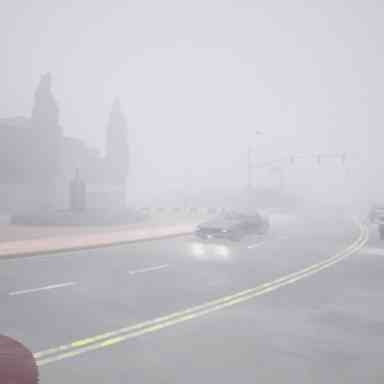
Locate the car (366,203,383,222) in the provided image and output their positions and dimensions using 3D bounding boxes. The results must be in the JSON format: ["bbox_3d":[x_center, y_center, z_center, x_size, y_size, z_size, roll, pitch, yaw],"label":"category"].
[{"bbox_3d":[15.155,1.582,26.575,2.128,1.511,4.902,0,0,24],"label":"car"}]

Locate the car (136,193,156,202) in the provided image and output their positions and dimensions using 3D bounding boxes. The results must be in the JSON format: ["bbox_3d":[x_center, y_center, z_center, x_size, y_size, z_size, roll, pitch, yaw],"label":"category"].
[{"bbox_3d":[-11.475,1.690,83.054,1.970,1.475,3.806,0,0,24],"label":"car"}]

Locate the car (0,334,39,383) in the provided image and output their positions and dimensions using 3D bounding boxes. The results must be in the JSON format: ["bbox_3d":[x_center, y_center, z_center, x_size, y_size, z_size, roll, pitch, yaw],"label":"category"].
[{"bbox_3d":[-3.401,1.484,1.491,5.008,1.535,1.882,0,0,-34],"label":"car"}]

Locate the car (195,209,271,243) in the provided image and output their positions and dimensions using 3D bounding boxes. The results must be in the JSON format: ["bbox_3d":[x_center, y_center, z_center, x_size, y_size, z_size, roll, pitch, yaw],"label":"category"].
[{"bbox_3d":[2.302,1.607,16.980,2.033,1.411,5.357,0,0,35],"label":"car"}]

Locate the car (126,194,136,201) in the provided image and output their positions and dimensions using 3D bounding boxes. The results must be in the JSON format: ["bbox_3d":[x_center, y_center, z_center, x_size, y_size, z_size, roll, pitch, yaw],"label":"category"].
[{"bbox_3d":[-14.113,1.455,84.248,1.905,1.878,3.866,0,0,24],"label":"car"}]

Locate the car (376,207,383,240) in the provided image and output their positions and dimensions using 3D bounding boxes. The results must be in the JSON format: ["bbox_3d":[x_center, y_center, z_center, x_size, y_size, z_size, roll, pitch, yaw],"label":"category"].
[{"bbox_3d":[10.572,1.658,16.880,1.895,1.301,4.718,0,0,30],"label":"car"}]
